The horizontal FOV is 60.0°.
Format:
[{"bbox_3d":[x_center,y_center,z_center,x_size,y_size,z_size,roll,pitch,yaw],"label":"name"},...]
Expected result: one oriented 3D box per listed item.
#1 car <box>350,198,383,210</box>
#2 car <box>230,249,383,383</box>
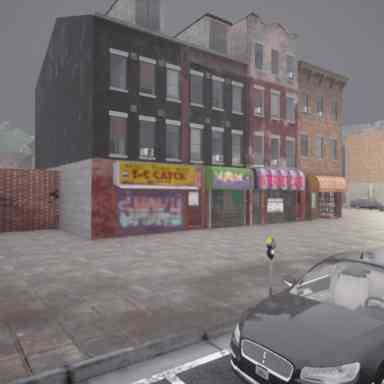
[{"bbox_3d":[20.348,1.400,37.314,2.128,1.511,4.902,0,0,-36],"label":"car"},{"bbox_3d":[2.474,1.552,4.562,4.403,1.369,2.008,0,0,-35],"label":"car"}]
